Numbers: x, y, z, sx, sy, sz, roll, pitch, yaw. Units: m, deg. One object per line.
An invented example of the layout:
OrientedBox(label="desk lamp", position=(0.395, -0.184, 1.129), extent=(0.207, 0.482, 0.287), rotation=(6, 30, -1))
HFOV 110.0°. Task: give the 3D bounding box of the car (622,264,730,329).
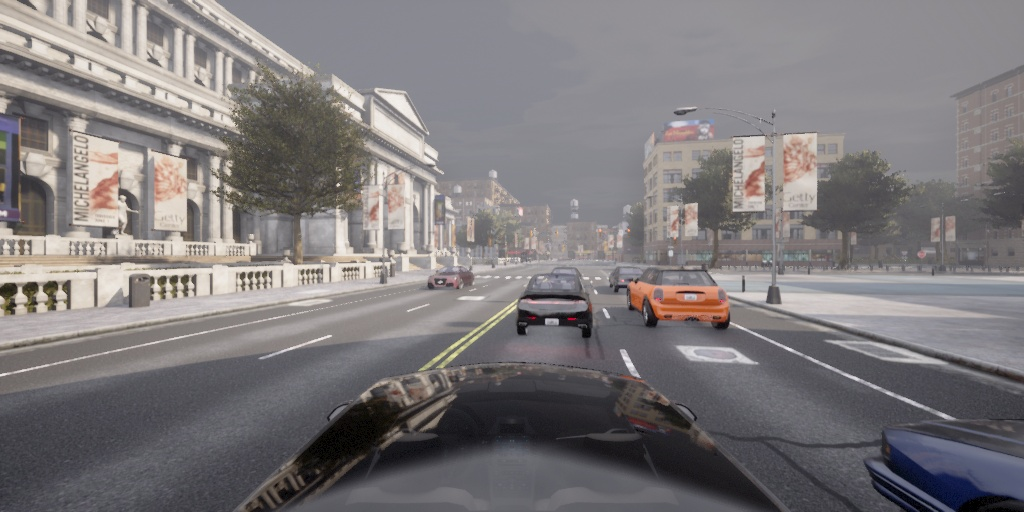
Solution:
OrientedBox(label="car", position=(5.031, 1.100, 11.498), extent=(2.097, 1.767, 4.553), rotation=(0, 0, 9))

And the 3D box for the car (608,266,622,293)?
OrientedBox(label="car", position=(6.697, 1.294, 20.776), extent=(2.033, 1.411, 5.357), rotation=(0, 0, 11))

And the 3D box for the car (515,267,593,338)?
OrientedBox(label="car", position=(1.270, 1.240, 10.287), extent=(2.128, 1.511, 4.902), rotation=(0, 0, 9))

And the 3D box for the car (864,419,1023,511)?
OrientedBox(label="car", position=(3.625, 1.298, 0.175), extent=(2.033, 1.411, 5.357), rotation=(0, 0, -1))

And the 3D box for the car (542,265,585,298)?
OrientedBox(label="car", position=(2.945, 1.294, 19.763), extent=(2.033, 1.411, 5.357), rotation=(0, 0, 11))

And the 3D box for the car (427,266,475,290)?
OrientedBox(label="car", position=(-3.755, 1.322, 22.585), extent=(1.994, 1.385, 4.181), rotation=(0, 0, 11))
